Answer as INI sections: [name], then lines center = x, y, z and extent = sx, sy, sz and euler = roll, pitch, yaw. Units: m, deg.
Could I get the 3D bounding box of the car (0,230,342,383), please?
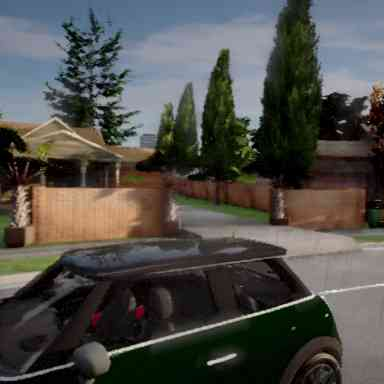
[car]
center = -0.747, 1.319, 3.101
extent = 4.553, 1.767, 2.097
euler = 0, 1, -31
